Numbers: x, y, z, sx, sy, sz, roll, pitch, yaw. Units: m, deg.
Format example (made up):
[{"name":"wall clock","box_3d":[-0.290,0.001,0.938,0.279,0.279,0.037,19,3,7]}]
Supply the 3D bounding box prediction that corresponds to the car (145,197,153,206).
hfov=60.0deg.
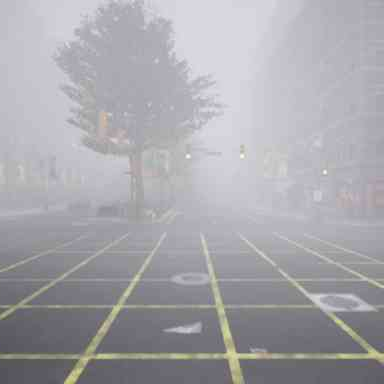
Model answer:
[{"name":"car","box_3d":[-7.936,1.655,57.586,2.033,1.411,5.357,0,0,0]}]

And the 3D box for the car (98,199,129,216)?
[{"name":"car","box_3d":[-8.053,1.541,33.550,1.882,1.535,5.008,0,0,0]}]

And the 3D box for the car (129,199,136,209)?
[{"name":"car","box_3d":[-8.023,1.645,43.596,1.994,1.385,4.181,0,0,0]}]

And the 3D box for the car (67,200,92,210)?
[{"name":"car","box_3d":[-14.690,1.677,43.704,1.895,1.301,4.718,0,0,0]}]
